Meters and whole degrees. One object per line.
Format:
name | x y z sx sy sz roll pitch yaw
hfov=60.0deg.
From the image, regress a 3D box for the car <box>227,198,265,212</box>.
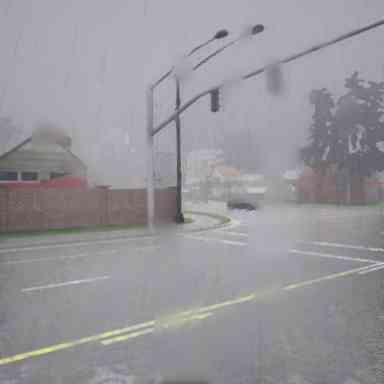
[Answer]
car | 5.992 1.389 37.246 2.128 1.511 4.902 -1 1 -37
